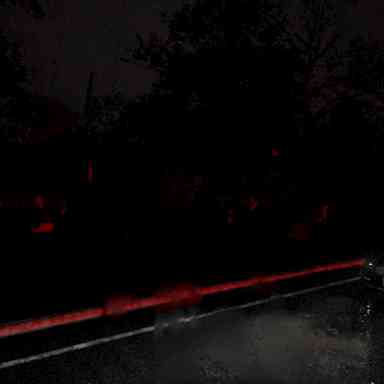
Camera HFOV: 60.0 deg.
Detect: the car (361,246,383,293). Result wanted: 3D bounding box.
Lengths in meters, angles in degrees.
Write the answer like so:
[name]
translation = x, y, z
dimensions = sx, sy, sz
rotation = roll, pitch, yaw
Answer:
[car]
translation = 6.015, 1.566, 7.909
dimensions = 4.902, 1.511, 2.128
rotation = 1, 0, -33
